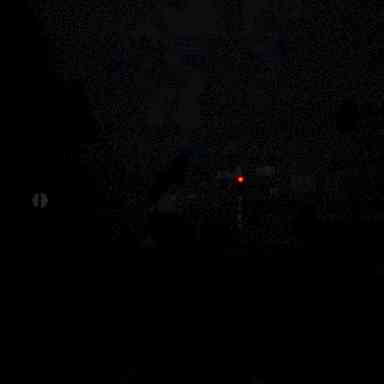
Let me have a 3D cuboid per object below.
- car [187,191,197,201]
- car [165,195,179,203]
[{"bbox_3d":[-0.003,0.869,73.618,2.150,2.045,5.566,0,0,0],"label":"car"},{"bbox_3d":[-4.022,1.376,64.133,1.812,1.442,4.674,0,0,1],"label":"car"}]
